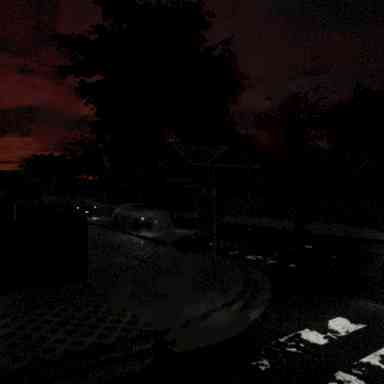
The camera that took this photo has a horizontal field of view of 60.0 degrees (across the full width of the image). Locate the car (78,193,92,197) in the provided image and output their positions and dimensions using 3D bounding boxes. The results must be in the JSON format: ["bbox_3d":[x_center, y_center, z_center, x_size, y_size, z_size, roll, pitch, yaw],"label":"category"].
[{"bbox_3d":[-28.340,0.950,88.280,2.097,1.767,4.553,-1,0,5],"label":"car"}]

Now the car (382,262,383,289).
[{"bbox_3d":[6.170,1.324,7.332,4.553,1.767,2.097,0,1,-35],"label":"car"}]

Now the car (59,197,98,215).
[{"bbox_3d":[-10.017,1.368,29.560,1.895,1.301,4.718,-1,1,-35],"label":"car"}]

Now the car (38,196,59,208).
[{"bbox_3d":[-17.084,1.212,39.857,1.812,1.442,4.674,-1,1,-34],"label":"car"}]

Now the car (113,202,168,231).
[{"bbox_3d":[-3.213,1.370,19.772,1.812,1.442,4.674,-1,1,-35],"label":"car"}]
